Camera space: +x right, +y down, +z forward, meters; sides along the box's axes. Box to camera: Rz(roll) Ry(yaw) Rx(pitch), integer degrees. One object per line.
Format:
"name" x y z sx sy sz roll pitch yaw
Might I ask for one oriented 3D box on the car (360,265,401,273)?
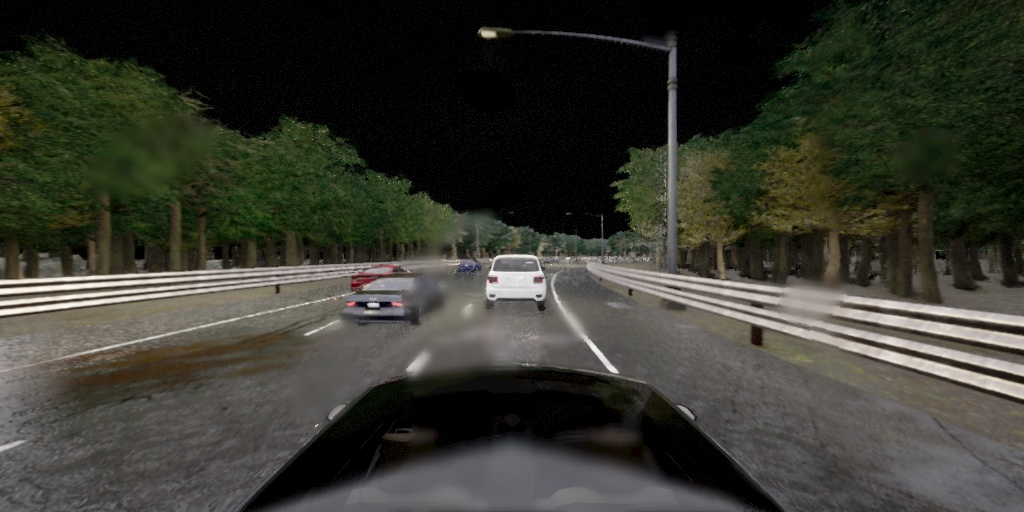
"car" -6.604 1.218 18.932 1.882 1.535 5.008 0 0 3

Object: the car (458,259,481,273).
"car" -4.965 1.096 43.160 2.097 1.767 4.553 1 0 5

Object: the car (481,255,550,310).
"car" 0.209 0.975 14.909 2.150 2.045 5.566 0 0 2

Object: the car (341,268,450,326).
"car" -3.428 1.293 11.618 2.033 1.411 5.357 0 0 2
